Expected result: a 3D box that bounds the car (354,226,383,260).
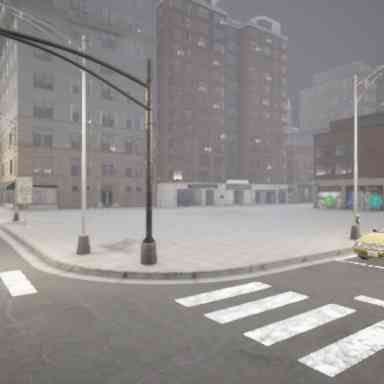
[{"bbox_3d":[7.432,1.555,11.486,4.829,1.417,1.752,0,0,-35],"label":"car"}]
